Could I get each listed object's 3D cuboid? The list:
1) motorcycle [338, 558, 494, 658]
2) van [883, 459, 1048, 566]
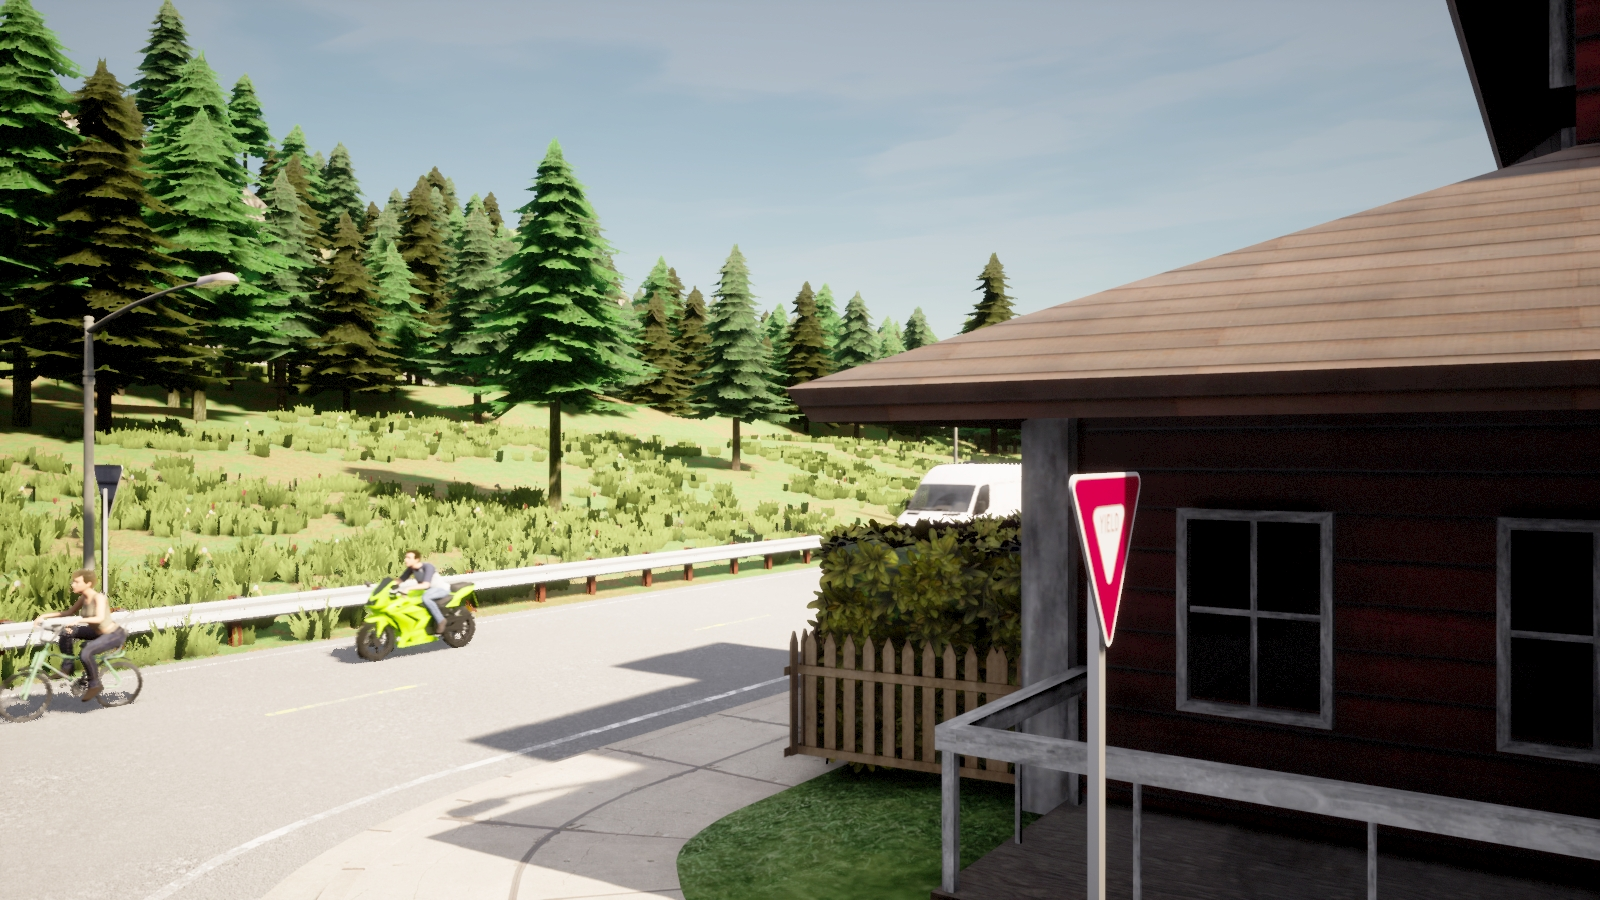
[{"bbox_3d":[-5.452,2.213,16.350,0.803,1.145,2.033,0,0,35],"label":"motorcycle"},{"bbox_3d":[4.606,1.534,30.818,1.988,2.561,5.915,0,0,34],"label":"van"}]
